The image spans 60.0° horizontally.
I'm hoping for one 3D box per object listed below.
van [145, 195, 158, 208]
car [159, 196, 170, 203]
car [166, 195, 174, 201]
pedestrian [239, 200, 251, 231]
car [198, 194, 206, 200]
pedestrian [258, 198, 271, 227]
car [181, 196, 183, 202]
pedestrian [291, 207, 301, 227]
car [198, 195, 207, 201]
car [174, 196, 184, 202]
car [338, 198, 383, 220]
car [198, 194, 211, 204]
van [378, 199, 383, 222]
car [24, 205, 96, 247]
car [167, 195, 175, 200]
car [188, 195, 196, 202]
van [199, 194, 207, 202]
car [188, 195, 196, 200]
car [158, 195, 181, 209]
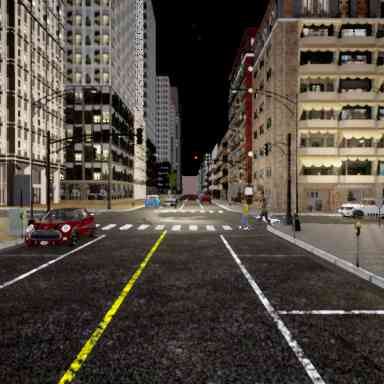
[{"bbox_3d":[-5.701,1.350,47.281,1.690,1.788,3.998,0,0,0],"label":"van"},{"bbox_3d":[-5.705,1.548,69.315,1.752,1.417,4.829,0,0,0],"label":"car"},{"bbox_3d":[-5.709,1.476,86.137,1.967,1.590,4.097,0,0,0],"label":"car"},{"bbox_3d":[3.010,1.294,18.943,0.375,1.860,0.375,0,0,0],"label":"pedestrian"},{"bbox_3d":[2.670,1.356,91.691,2.192,1.841,5.009,0,0,0],"label":"car"},{"bbox_3d":[4.400,1.217,20.144,0.375,1.860,0.375,0,0,0],"label":"pedestrian"},{"bbox_3d":[-3.065,1.510,63.128,2.128,1.511,4.902,0,0,0],"label":"car"},{"bbox_3d":[6.121,1.425,19.544,0.375,1.300,0.375,0,0,0],"label":"pedestrian"},{"bbox_3d":[2.672,1.586,86.140,2.008,1.369,4.403,0,0,0],"label":"car"},{"bbox_3d":[-3.014,1.572,78.066,1.994,1.385,4.181,0,0,0],"label":"car"},{"bbox_3d":[16.901,1.576,31.453,5.566,2.045,2.150,1,0,0],"label":"car"},{"bbox_3d":[2.676,1.334,63.937,2.192,1.841,5.009,0,0,0],"label":"car"},{"bbox_3d":[16.925,1.705,25.545,3.998,1.788,1.690,1,-1,0],"label":"van"},{"bbox_3d":[-5.694,1.440,14.807,1.967,1.590,4.097,0,0,0],"label":"car"},{"bbox_3d":[-5.710,1.566,91.518,1.752,1.417,4.829,0,0,0],"label":"car"},{"bbox_3d":[-0.012,1.497,76.361,1.882,1.535,5.008,0,0,0],"label":"car"},{"bbox_3d":[2.672,1.372,80.590,1.690,1.788,3.998,0,0,0],"label":"van"},{"bbox_3d":[-0.015,1.481,86.814,1.895,1.301,4.718,0,0,0],"label":"car"},{"bbox_3d":[-3.100,1.500,46.763,2.128,1.511,4.902,0,0,0],"label":"car"}]
